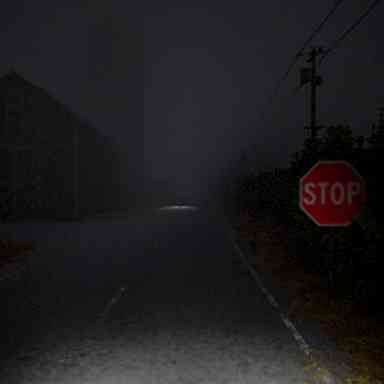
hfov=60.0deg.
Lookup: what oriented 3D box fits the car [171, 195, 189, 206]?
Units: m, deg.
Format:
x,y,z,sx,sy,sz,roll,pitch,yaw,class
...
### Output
x,y,z,sx,sy,sz,roll,pitch,yaw,class
-1.480,1.147,43.510,1.994,1.385,4.181,0,1,5,car
